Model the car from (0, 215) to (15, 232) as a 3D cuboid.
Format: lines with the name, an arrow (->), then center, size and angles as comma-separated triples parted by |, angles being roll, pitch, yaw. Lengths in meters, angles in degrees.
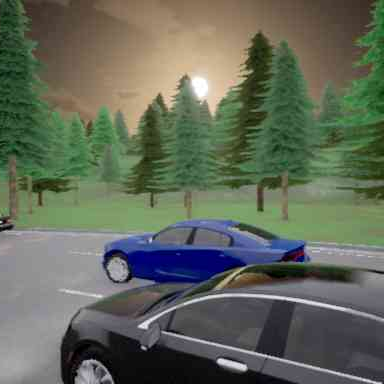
car -> -11.327, 1.461, 15.873 | 5.357, 1.411, 2.033 | 0, 1, 10

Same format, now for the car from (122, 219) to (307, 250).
car -> 0.116, 1.377, 7.755 | 5.008, 1.535, 1.882 | 0, 0, 30

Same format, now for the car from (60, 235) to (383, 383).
car -> 0.804, 1.454, 3.089 | 4.892, 1.490, 1.837 | 0, 0, 33
